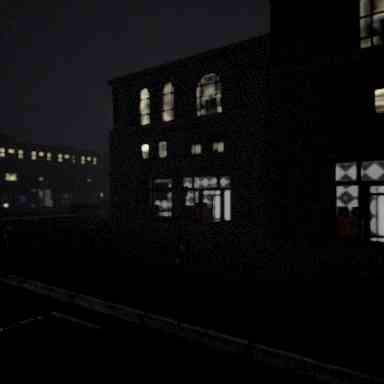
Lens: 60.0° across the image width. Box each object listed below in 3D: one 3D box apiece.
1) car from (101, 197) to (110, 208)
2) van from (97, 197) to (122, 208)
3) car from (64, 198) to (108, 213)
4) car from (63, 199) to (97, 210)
[{"bbox_3d":[-13.358,1.845,50.589,1.837,1.490,4.892,0,-1,35],"label":"car"},{"bbox_3d":[-13.549,1.707,54.853,1.690,1.788,3.998,-1,-1,35],"label":"van"},{"bbox_3d":[-13.000,1.821,40.963,1.887,1.381,4.507,-1,-1,35],"label":"car"},{"bbox_3d":[-16.822,1.864,50.191,1.752,1.417,4.829,-1,-1,35],"label":"car"}]
